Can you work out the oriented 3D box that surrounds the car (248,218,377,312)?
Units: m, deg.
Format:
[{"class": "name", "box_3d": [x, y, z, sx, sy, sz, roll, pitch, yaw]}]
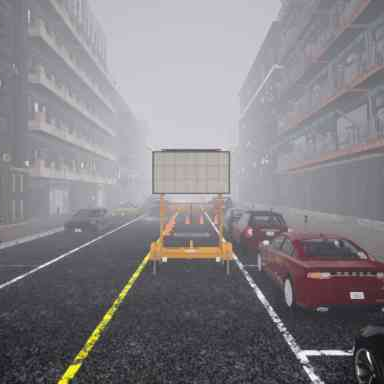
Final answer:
[{"class": "car", "box_3d": [2.677, 1.545, 7.629, 1.887, 1.381, 4.507, 0, 0, 0]}]

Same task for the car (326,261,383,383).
[{"class": "car", "box_3d": [2.687, 1.566, 1.993, 1.947, 1.339, 4.313, 0, 0, 0]}]

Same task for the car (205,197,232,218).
[{"class": "car", "box_3d": [2.635, 1.312, 30.175, 2.192, 1.841, 5.009, 0, 0, 0]}]

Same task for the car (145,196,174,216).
[{"class": "car", "box_3d": [-3.062, 1.473, 32.674, 1.882, 1.535, 5.008, 0, 0, 0]}]

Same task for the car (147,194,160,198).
[{"class": "car", "box_3d": [-5.779, 1.431, 47.072, 1.967, 1.590, 4.097, 0, 0, 0]}]

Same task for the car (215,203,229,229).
[{"class": "car", "box_3d": [2.656, 1.550, 18.901, 2.008, 1.369, 4.403, 0, 0, 0]}]

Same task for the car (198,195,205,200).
[{"class": "car", "box_3d": [2.516, 1.513, 92.175, 1.887, 1.381, 4.507, 0, 0, 0]}]

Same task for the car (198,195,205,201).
[{"class": "car", "box_3d": [2.537, 1.500, 81.072, 1.752, 1.417, 4.829, 0, 0, 0]}]

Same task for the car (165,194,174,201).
[{"class": "car", "box_3d": [-5.853, 1.412, 86.526, 1.967, 1.590, 4.097, 0, 0, 0]}]

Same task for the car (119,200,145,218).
[{"class": "car", "box_3d": [-5.746, 1.522, 29.992, 1.752, 1.417, 4.829, 0, 0, 0]}]

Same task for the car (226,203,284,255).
[{"class": "car", "box_3d": [2.666, 1.440, 13.266, 1.967, 1.590, 4.097, 0, 0, 0]}]

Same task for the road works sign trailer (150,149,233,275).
[{"class": "road works sign trailer", "box_3d": [-0.020, 0.464, 10.393, 2.380, 3.560, 2.880, 0, 0, 0]}]

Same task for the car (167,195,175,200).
[{"class": "car", "box_3d": [-5.864, 1.513, 92.163, 1.887, 1.381, 4.507, 0, 0, 0]}]

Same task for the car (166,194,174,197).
[{"class": "car", "box_3d": [-5.842, 1.290, 80.890, 2.192, 1.841, 5.009, 0, 0, 0]}]

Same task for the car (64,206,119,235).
[{"class": "car", "box_3d": [-5.725, 1.565, 18.889, 1.947, 1.339, 4.313, 0, 0, 0]}]
